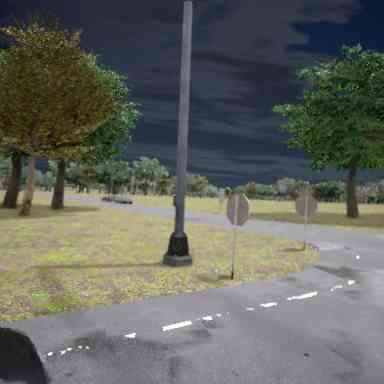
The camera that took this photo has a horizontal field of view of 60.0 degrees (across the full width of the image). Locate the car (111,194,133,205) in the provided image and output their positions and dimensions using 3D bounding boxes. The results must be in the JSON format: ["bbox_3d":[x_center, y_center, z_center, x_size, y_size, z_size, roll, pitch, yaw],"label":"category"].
[{"bbox_3d":[-11.527,1.350,55.932,1.994,1.385,4.181,3,-1,-32],"label":"car"}]

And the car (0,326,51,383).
[{"bbox_3d":[-2.975,1.542,1.780,4.181,1.385,1.994,2,0,-35],"label":"car"}]

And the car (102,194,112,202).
[{"bbox_3d":[-15.280,1.114,61.739,2.128,1.511,4.902,3,0,-33],"label":"car"}]
